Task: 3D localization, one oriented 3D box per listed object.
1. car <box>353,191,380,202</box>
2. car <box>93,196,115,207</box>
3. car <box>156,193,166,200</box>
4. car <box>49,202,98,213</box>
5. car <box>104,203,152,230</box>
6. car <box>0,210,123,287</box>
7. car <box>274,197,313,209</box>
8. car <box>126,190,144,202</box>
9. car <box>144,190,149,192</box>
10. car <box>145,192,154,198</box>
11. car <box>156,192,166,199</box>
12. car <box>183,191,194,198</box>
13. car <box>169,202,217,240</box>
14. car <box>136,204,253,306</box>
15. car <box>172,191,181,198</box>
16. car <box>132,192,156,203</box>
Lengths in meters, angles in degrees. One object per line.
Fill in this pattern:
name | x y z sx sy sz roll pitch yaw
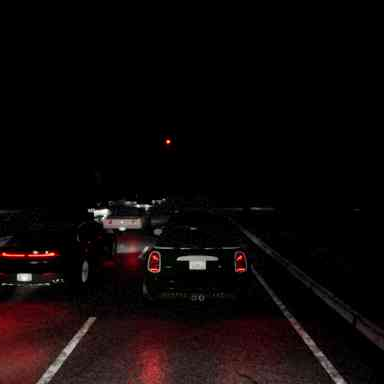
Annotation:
car | 21.980 0.922 39.736 5.566 2.045 2.150 0 1 -3
car | -10.624 1.186 40.381 2.128 1.511 4.902 0 1 0
car | -7.077 0.978 68.609 2.033 1.411 5.357 0 1 0
car | -7.114 1.482 18.976 1.895 1.301 4.718 0 0 0
car | -3.412 1.487 18.496 1.895 1.301 4.718 0 0 0
car | -3.403 1.468 9.175 1.837 1.490 4.892 0 0 0
car | 12.176 1.306 39.178 4.718 1.301 1.895 0 1 -3
car | -10.616 0.868 60.607 2.097 1.767 4.553 0 1 0
car | -10.632 0.600 73.164 2.150 2.045 5.566 0 1 -1
car | -11.216 0.667 88.340 2.128 1.511 4.902 0 1 -3
car | -7.270 0.837 79.016 2.033 1.411 5.357 0 1 -1
car | -0.571 0.708 86.123 1.812 1.442 4.674 0 1 -4
car | 0.083 1.388 17.315 2.128 1.511 4.902 0 0 1
car | 0.098 1.323 8.118 2.097 1.767 4.553 0 0 0
car | -4.046 0.692 85.626 1.837 1.490 4.892 0 1 -4
car | -7.128 1.160 49.812 2.033 1.411 5.357 0 1 0
